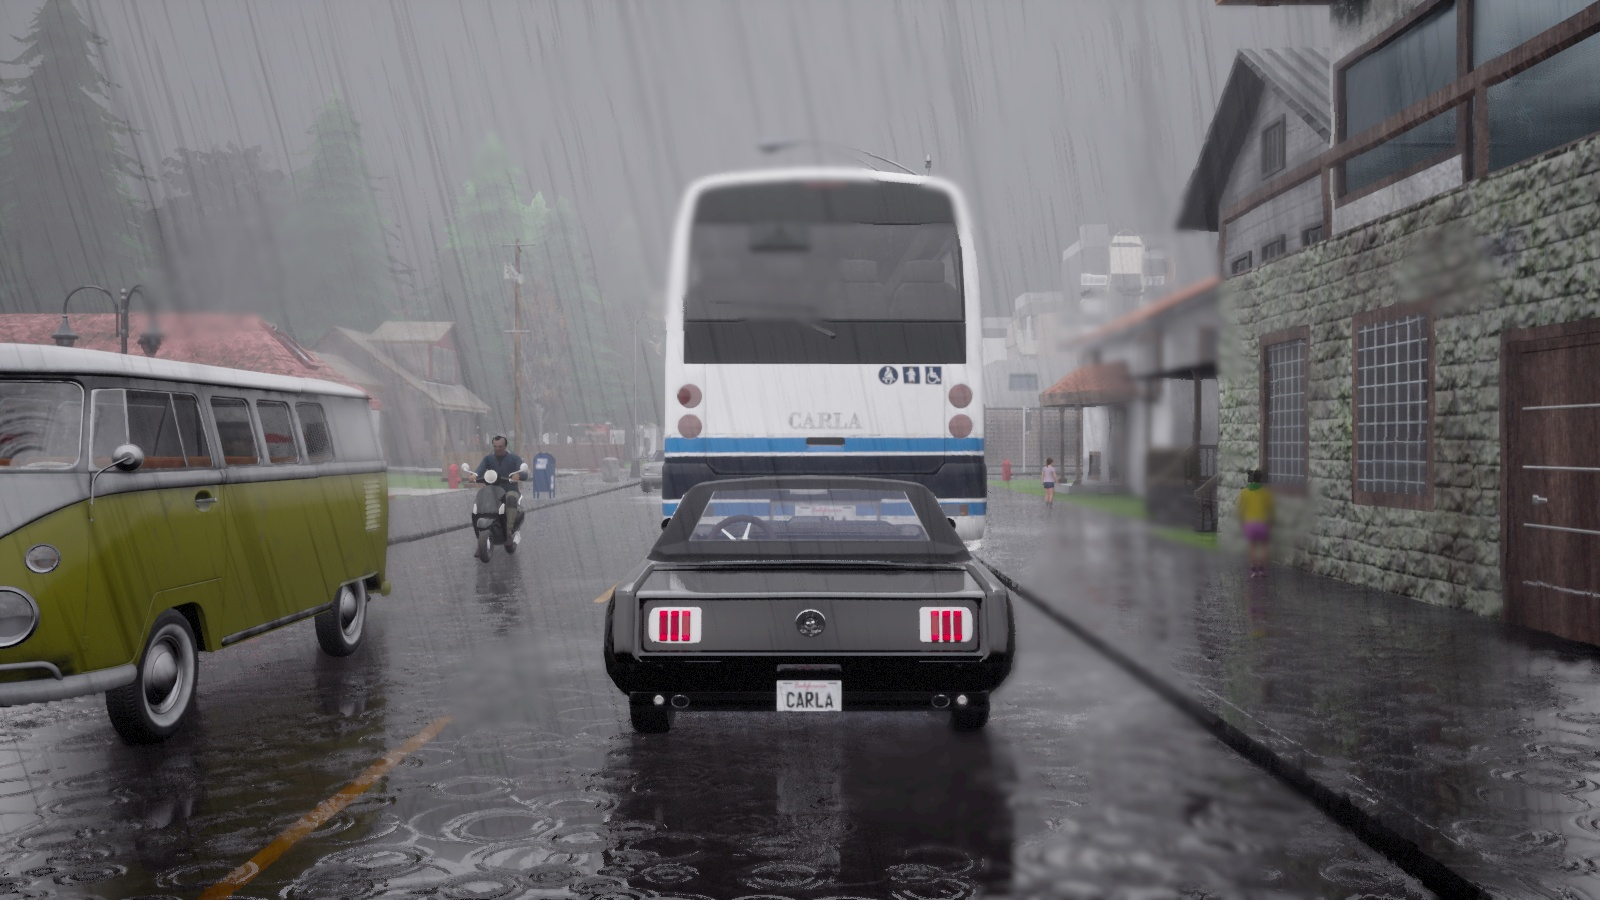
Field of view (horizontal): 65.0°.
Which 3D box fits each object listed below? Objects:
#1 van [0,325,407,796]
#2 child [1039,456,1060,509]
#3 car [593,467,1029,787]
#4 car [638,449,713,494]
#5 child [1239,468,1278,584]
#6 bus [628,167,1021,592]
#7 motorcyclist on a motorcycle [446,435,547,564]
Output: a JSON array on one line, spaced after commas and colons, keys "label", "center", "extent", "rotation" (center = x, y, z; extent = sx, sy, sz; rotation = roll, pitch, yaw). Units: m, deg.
[{"label": "van", "center": [-3.948, 0.454, 7.526], "extent": [1.775, 1.987, 4.442], "rotation": [0, 0, 0]}, {"label": "child", "center": [5.305, 0.690, 26.729], "extent": [0.394, 1.110, 0.255], "rotation": [0, 0, -41]}, {"label": "car", "center": [0.053, 0.803, 7.818], "extent": [1.895, 1.301, 4.718], "rotation": [0, 0, 0]}, {"label": "car", "center": [-3.814, 0.623, 39.211], "extent": [1.895, 1.301, 4.718], "rotation": [0, 0, 0]}, {"label": "child", "center": [4.710, 0.767, 12.893], "extent": [0.299, 1.160, 0.473], "rotation": [0, 0, 29]}, {"label": "bus", "center": [0.139, -0.730, 17.748], "extent": [3.944, 4.253, 10.273], "rotation": [0, 0, -1]}, {"label": "motorcyclist on a motorcycle", "center": [-3.907, 0.605, 16.322], "extent": [0.866, 1.590, 1.817], "rotation": [0, 0, 0]}]
